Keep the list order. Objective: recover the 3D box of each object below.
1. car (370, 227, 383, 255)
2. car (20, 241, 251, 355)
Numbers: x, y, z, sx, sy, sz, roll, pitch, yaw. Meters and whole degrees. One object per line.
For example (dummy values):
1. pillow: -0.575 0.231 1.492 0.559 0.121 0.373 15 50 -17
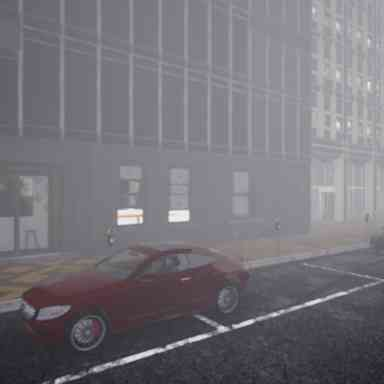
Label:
1. car: 8.533 1.658 12.636 4.313 1.339 1.947 0 0 -35
2. car: -0.748 1.601 6.027 4.206 1.307 1.802 0 -1 -35
